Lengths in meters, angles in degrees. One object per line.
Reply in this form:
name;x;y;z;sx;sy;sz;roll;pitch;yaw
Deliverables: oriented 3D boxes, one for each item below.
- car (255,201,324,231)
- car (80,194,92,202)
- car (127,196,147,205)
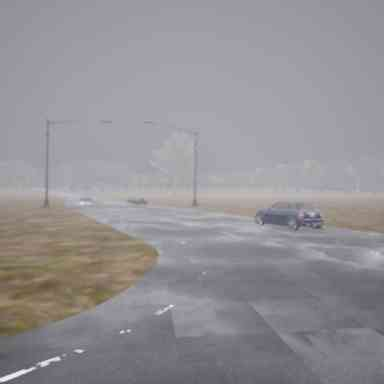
car;6.000;1.355;21.055;2.097;1.767;4.553;1;0;-26
car;-18.423;1.025;57.752;1.994;1.385;4.181;1;0;-20
car;-8.332;1.287;50.016;1.895;1.301;4.718;1;0;-26
